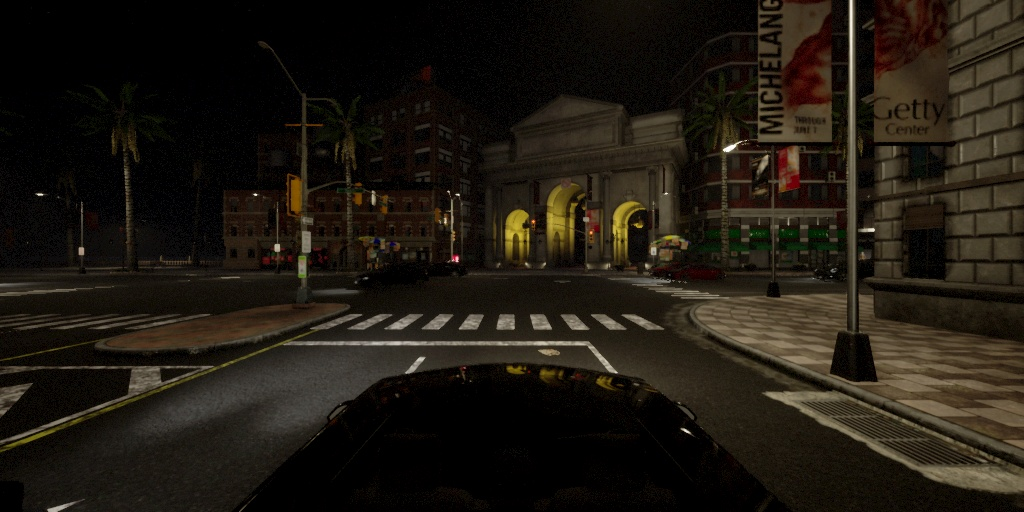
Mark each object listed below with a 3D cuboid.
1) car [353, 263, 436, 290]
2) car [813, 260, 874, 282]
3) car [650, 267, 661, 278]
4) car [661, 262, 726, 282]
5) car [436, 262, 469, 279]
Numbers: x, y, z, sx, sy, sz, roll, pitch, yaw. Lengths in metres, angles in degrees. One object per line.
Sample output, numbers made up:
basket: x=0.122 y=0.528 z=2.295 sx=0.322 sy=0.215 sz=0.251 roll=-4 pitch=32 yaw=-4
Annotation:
car: x=-7.509 y=1.276 z=22.650 sx=1.812 sy=1.442 sz=4.674 roll=-1 pitch=0 yaw=45
car: x=26.548 y=1.102 z=28.204 sx=4.553 sy=1.767 sz=2.097 roll=0 pitch=0 yaw=1
car: x=14.713 y=1.276 z=31.829 sx=4.674 sy=1.442 sz=1.812 roll=0 pitch=0 yaw=0
car: x=14.454 y=1.314 z=28.330 sx=4.181 sy=1.385 sz=1.994 roll=0 pitch=0 yaw=0
car: x=-6.345 y=1.255 z=31.965 sx=4.892 sy=1.490 sz=1.837 roll=0 pitch=0 yaw=0
